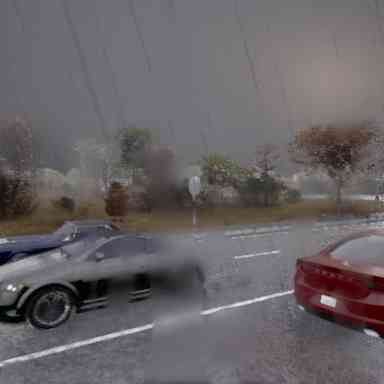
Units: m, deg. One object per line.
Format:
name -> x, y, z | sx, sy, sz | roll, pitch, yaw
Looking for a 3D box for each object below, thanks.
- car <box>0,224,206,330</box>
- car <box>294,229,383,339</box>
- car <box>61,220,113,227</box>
car -> -1.773, 1.523, 6.853 | 4.181, 1.385, 1.994 | 0, 0, -34
car -> 4.093, 1.432, 6.206 | 5.008, 1.535, 1.882 | 0, 0, -32
car -> -3.483, 1.541, 9.944 | 4.718, 1.301, 1.895 | 0, 0, -34
